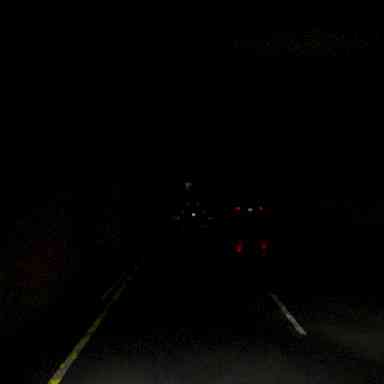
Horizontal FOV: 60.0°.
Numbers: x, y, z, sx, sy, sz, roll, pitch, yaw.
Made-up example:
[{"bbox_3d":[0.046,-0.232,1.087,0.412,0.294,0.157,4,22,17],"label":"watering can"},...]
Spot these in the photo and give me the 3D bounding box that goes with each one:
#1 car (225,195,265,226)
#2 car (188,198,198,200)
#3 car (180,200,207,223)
[{"bbox_3d":[3.609,1.213,23.295,2.150,2.045,5.566,0,-1,0],"label":"car"},{"bbox_3d":[0.107,1.519,41.761,1.812,1.442,4.674,0,0,0],"label":"car"},{"bbox_3d":[0.111,1.559,25.146,1.994,1.385,4.181,0,0,0],"label":"car"}]
